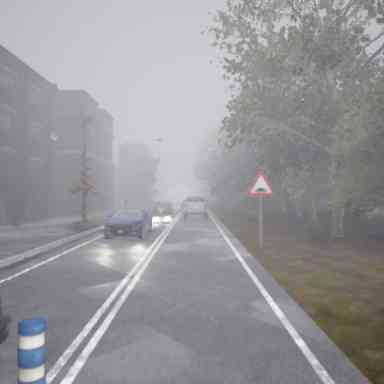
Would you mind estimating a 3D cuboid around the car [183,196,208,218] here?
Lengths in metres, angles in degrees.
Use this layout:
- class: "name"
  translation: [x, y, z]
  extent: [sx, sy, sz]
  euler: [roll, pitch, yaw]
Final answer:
- class: "car"
  translation: [0.361, 1.346, 31.606]
  extent: [2.150, 2.045, 5.566]
  euler: [0, 0, 1]

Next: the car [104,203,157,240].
- class: "car"
  translation: [-3.244, 1.553, 17.674]
  extent: [1.882, 1.535, 5.008]
  euler: [0, -1, 1]

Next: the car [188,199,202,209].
- class: "car"
  translation: [0.497, 1.759, 49.127]
  extent: [1.895, 1.301, 4.718]
  euler: [0, 0, 2]

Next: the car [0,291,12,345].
- class: "car"
  translation: [-3.447, 1.559, 2.063]
  extent: [2.033, 1.411, 5.357]
  euler: [0, 0, 4]

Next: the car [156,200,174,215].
- class: "car"
  translation: [-3.006, 1.626, 35.204]
  extent: [2.128, 1.511, 4.902]
  euler: [0, 0, 1]
